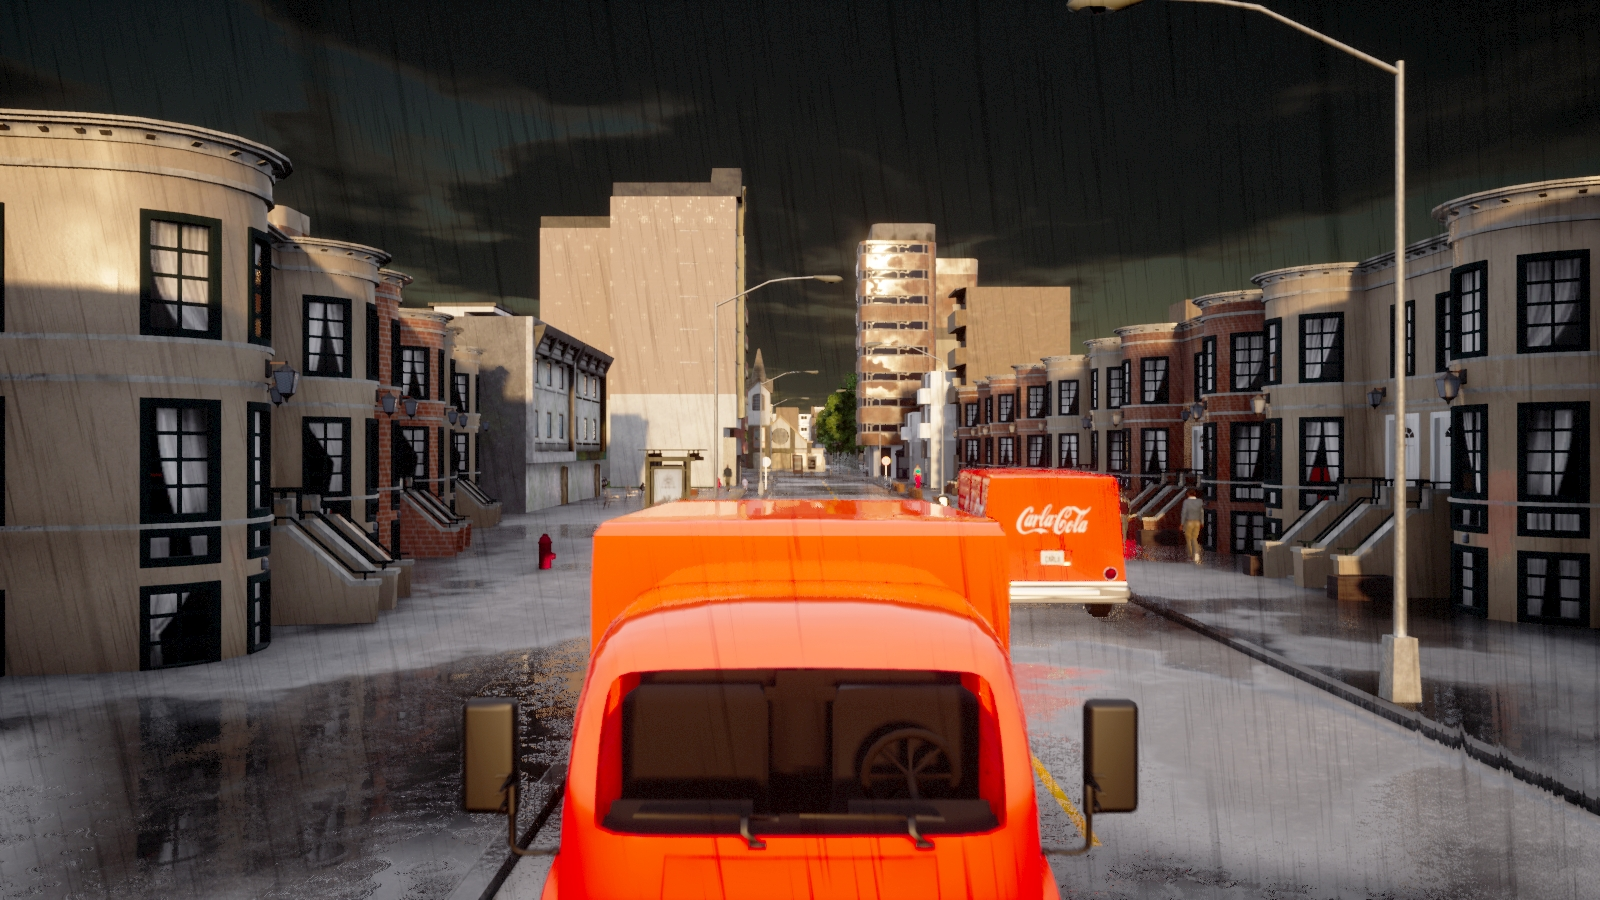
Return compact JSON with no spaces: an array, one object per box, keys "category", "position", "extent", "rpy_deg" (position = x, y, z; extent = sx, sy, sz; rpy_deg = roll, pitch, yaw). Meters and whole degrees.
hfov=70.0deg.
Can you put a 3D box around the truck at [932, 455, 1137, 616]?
[{"category":"truck","position":[4.001,1.362,20.607],"extent":[2.627,2.467,5.204],"rpy_deg":[0,0,0]}]

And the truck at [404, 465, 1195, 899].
[{"category":"truck","position":[-0.001,1.352,6.398],"extent":[2.627,2.467,5.204],"rpy_deg":[0,0,0]}]

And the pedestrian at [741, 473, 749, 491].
[{"category":"pedestrian","position":[-3.337,1.933,69.354],"extent":[0.500,1.100,0.500],"rpy_deg":[0,0,2]}]

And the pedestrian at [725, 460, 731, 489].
[{"category":"pedestrian","position":[-4.609,1.553,73.119],"extent":[0.375,1.860,0.375],"rpy_deg":[0,0,-3]}]

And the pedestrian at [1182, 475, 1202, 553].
[{"category":"pedestrian","position":[9.424,1.536,27.496],"extent":[0.375,1.860,0.375],"rpy_deg":[0,0,4]}]

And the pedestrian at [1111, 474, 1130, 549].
[{"category":"pedestrian","position":[8.005,1.535,28.545],"extent":[0.375,1.860,0.375],"rpy_deg":[0,0,1]}]

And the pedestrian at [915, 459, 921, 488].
[{"category":"pedestrian","position":[7.821,1.553,75.807],"extent":[0.375,1.860,0.375],"rpy_deg":[0,0,0]}]
